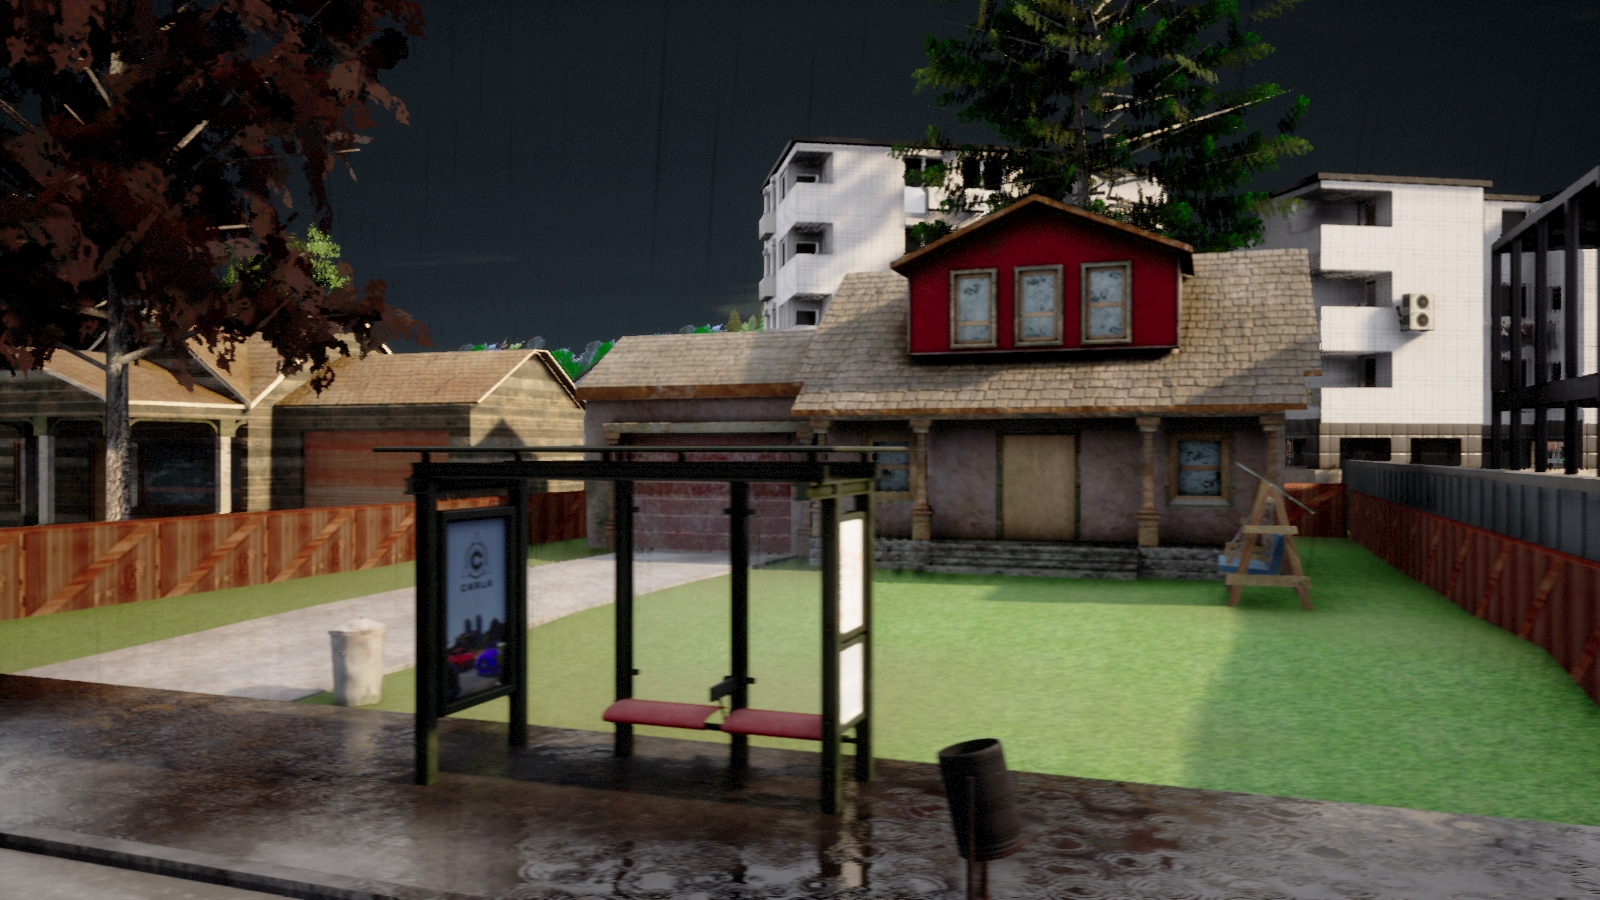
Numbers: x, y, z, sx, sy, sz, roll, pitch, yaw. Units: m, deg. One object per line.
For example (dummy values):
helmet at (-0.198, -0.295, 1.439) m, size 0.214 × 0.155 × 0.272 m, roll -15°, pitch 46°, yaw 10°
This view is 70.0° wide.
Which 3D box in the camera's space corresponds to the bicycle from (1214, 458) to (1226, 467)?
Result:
bicycle at (70.312, 2.060, 191.125) m, size 1.835 × 1.471 × 0.329 m, roll 0°, pitch 0°, yaw 20°
